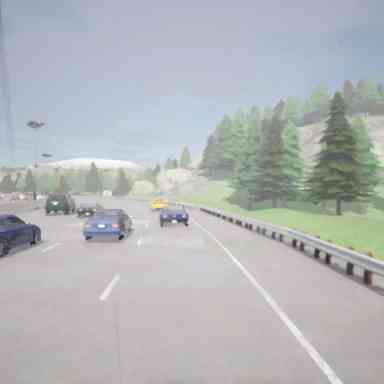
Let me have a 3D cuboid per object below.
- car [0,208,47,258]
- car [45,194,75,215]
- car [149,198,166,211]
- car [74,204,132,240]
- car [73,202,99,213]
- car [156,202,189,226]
[{"bbox_3d":[-7.427,1.541,12.658,1.812,1.442,4.674,0,0,-4],"label":"car"},{"bbox_3d":[-13.584,1.249,34.537,2.150,2.045,5.566,0,0,-10],"label":"car"},{"bbox_3d":[-4.166,1.487,41.111,1.882,1.535,5.008,0,0,-11],"label":"car"},{"bbox_3d":[-4.240,1.556,17.262,2.033,1.411,5.357,0,0,-5],"label":"car"},{"bbox_3d":[-9.500,1.620,31.370,1.895,1.301,4.718,0,0,-9],"label":"car"},{"bbox_3d":[-1.375,1.604,23.529,1.895,1.301,4.718,0,0,-7],"label":"car"}]
